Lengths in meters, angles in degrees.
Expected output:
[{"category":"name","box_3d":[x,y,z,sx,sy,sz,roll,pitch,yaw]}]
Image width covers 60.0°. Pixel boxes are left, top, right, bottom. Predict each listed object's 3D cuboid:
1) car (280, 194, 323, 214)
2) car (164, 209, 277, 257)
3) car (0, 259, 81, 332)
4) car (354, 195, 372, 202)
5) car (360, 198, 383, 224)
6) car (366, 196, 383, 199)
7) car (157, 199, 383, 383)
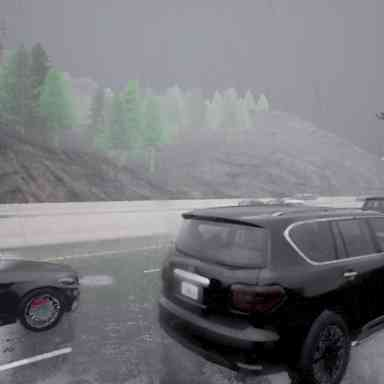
[{"category":"car","box_3d":[12.482,1.268,37.626,5.566,2.045,2.150,0,0,-42]},{"category":"car","box_3d":[1.297,1.547,13.695,4.674,1.442,1.812,0,0,-39]},{"category":"car","box_3d":[-4.177,1.540,5.169,4.674,1.442,1.812,0,0,-36]},{"category":"car","box_3d":[38.758,1.524,75.399,5.008,1.535,1.882,0,0,-42]},{"category":"car","box_3d":[14.820,1.378,25.353,4.553,1.767,2.097,0,0,-42]},{"category":"car","box_3d":[10.405,1.238,16.732,5.566,2.045,2.150,0,0,-41]},{"category":"car","box_3d":[2.108,1.228,5.438,5.566,2.045,2.150,0,0,-37]}]
